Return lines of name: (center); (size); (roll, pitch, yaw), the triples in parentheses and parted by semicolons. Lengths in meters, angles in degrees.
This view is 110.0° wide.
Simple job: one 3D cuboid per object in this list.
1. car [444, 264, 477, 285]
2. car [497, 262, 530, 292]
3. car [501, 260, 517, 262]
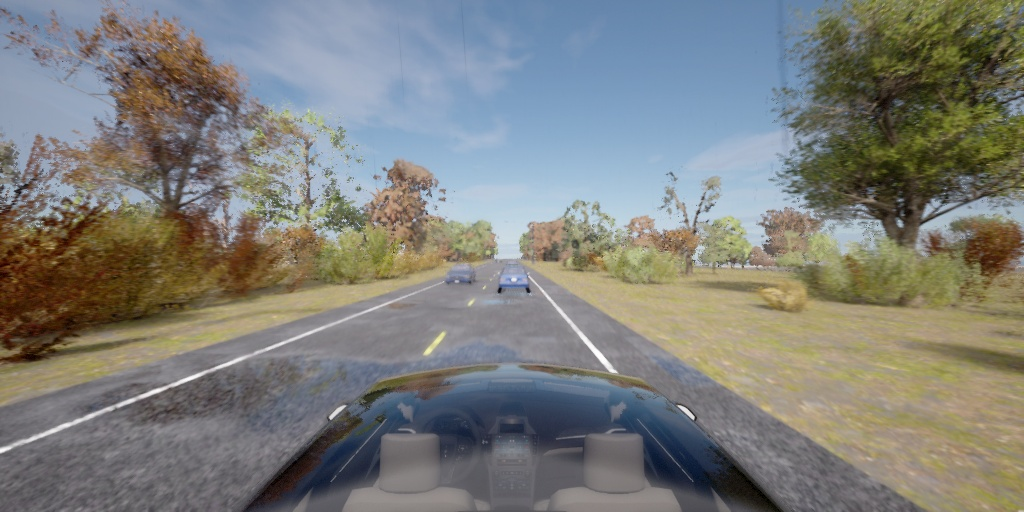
car: (-3.614, 1.298, 26.161); (2.033, 1.411, 5.357); (0, 0, 0)
car: (0.096, 1.299, 21.476); (2.033, 1.411, 5.357); (0, 0, 0)
car: (-0.028, 1.300, 48.299); (2.033, 1.411, 5.357); (0, 0, 0)
